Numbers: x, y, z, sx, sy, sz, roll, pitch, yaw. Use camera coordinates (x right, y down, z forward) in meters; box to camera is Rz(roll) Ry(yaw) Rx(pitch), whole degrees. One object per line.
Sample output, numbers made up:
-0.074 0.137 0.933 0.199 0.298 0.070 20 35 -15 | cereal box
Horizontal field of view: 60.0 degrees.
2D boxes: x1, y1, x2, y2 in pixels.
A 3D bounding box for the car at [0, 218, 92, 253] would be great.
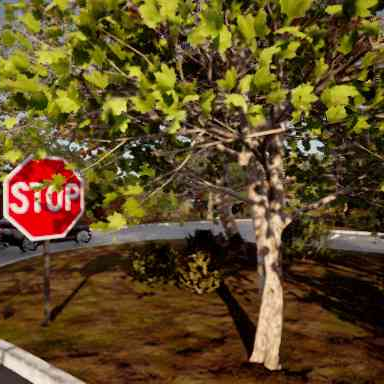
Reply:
-6.488 1.672 14.550 2.128 1.511 4.902 -1 -2 25 | car
